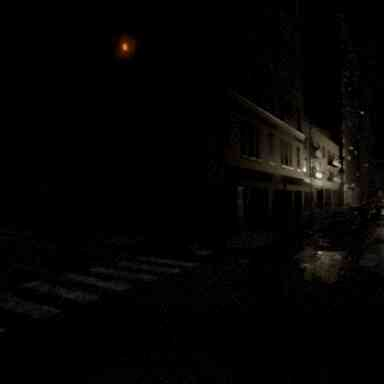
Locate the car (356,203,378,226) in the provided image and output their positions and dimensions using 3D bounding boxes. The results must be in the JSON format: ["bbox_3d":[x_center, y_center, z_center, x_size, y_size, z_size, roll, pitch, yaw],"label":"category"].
[{"bbox_3d":[11.304,1.698,22.800,1.947,1.339,4.313,0,0,32],"label":"car"}]

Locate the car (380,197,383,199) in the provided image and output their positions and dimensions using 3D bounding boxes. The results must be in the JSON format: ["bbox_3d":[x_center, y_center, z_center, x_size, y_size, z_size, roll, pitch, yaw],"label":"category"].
[{"bbox_3d":[26.015,1.753,46.007,1.752,1.417,4.829,0,0,32],"label":"car"}]

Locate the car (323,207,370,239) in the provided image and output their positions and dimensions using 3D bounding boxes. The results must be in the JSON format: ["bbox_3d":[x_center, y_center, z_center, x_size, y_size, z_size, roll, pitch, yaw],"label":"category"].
[{"bbox_3d":[8.344,1.695,18.129,1.802,1.307,4.206,0,0,32],"label":"car"}]

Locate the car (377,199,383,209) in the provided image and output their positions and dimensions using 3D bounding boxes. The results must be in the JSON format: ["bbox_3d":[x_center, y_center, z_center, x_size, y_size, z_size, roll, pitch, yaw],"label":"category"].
[{"bbox_3d":[17.225,1.716,32.140,1.887,1.381,4.507,0,0,32],"label":"car"}]

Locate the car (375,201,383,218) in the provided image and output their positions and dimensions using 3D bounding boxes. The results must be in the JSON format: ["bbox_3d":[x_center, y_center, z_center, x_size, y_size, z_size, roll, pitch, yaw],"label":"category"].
[{"bbox_3d":[14.265,1.703,27.470,2.008,1.369,4.403,0,0,32],"label":"car"}]
